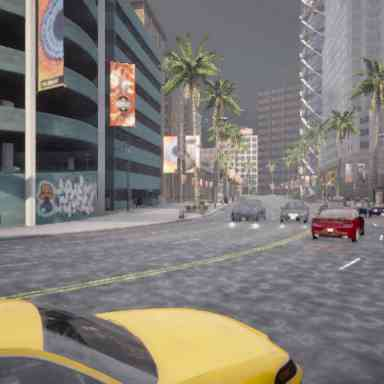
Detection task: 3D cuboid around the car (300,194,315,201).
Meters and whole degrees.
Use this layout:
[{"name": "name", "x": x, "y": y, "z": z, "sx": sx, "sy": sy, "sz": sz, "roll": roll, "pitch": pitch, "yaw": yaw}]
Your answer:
[{"name": "car", "x": 29.243, "y": 1.301, "z": 83.729, "sx": 2.185, "sy": 1.767, "sz": 4.553, "roll": 0, "pitch": 0, "yaw": 10}]

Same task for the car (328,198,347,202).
[{"name": "car", "x": 13.068, "y": 1.555, "z": 30.852, "sx": 1.994, "sy": 1.385, "sz": 4.181, "roll": 0, "pitch": 0, "yaw": 11}]

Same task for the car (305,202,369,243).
[{"name": "car", "x": 7.288, "y": 1.476, "z": 16.393, "sx": 1.882, "sy": 1.535, "sz": 5.008, "roll": 0, "pitch": 0, "yaw": 33}]

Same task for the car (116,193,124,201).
[{"name": "car", "x": -11.626, "y": 0.977, "z": 53.577, "sx": 2.435, "sy": 2.045, "sz": 5.566, "roll": 0, "pitch": 0, "yaw": 10}]

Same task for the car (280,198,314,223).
[{"name": "car", "x": 7.838, "y": 1.505, "z": 25.210, "sx": 2.128, "sy": 1.511, "sz": 4.902, "roll": 0, "pitch": 0, "yaw": 21}]

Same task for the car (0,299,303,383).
[{"name": "car", "x": -1.460, "y": 1.453, "z": 2.236, "sx": 5.366, "sy": 1.575, "sz": 1.801, "roll": 0, "pitch": 0, "yaw": -35}]

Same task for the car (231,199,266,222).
[{"name": "car", "x": 4.578, "y": 1.385, "z": 26.484, "sx": 2.097, "sy": 1.767, "sz": 4.553, "roll": 0, "pitch": 0, "yaw": 21}]

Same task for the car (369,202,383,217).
[{"name": "car", "x": 16.511, "y": 1.601, "z": 30.221, "sx": 1.895, "sy": 1.301, "sz": 4.718, "roll": 0, "pitch": 0, "yaw": 11}]

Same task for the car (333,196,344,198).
[{"name": "car", "x": 24.054, "y": 1.449, "z": 54.816, "sx": 2.231, "sy": 1.521, "sz": 4.892, "roll": 0, "pitch": 0, "yaw": 10}]
